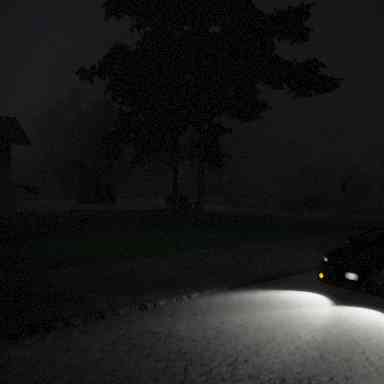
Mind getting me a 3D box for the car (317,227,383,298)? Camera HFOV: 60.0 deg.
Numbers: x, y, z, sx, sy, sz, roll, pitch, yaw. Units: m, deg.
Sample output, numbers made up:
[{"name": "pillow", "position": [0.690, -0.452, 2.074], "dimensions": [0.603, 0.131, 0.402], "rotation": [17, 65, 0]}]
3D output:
[{"name": "car", "position": [4.936, 1.563, 8.023], "dimensions": [4.181, 1.385, 1.994], "rotation": [0, 0, -35]}]
